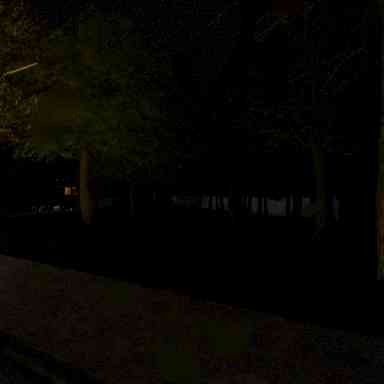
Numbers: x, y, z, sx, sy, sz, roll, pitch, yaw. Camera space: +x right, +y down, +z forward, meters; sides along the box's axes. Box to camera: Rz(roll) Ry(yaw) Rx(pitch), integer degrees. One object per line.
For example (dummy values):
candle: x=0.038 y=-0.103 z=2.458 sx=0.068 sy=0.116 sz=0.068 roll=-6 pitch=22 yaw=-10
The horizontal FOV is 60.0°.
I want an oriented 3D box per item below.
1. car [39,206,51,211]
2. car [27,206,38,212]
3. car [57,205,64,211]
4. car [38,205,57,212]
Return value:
car: x=-38.385 y=4.275 z=86.995 sx=1.994 sy=1.385 sz=4.181 roll=0 pitch=-2 yaw=-9
car: x=-36.733 y=3.912 z=77.090 sx=1.837 sy=1.490 sz=4.892 roll=0 pitch=-2 yaw=-9
car: x=-35.179 y=4.239 z=87.531 sx=2.128 sy=1.511 sz=4.902 roll=0 pitch=-2 yaw=-9
car: x=-33.465 y=3.886 z=77.248 sx=1.837 sy=1.490 sz=4.892 roll=0 pitch=-2 yaw=-9
